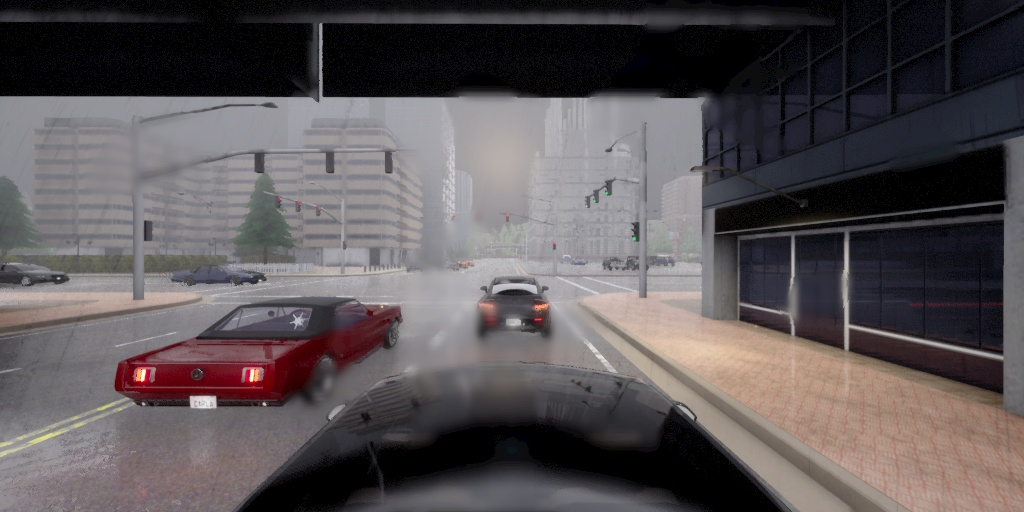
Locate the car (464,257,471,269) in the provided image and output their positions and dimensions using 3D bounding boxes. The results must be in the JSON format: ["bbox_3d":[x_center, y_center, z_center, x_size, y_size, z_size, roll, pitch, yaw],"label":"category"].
[{"bbox_3d":[-8.173,1.102,56.317,2.097,1.767,4.553,0,0,0],"label":"car"}]

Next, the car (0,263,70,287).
[{"bbox_3d":[-33.125,1.253,24.248,4.892,1.490,1.837,0,0,0],"label":"car"}]

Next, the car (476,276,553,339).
[{"bbox_3d":[0.071,1.276,10.004,1.812,1.442,4.674,0,0,0],"label":"car"}]

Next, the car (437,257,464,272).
[{"bbox_3d":[-8.107,1.241,47.406,2.128,1.511,4.902,0,0,0],"label":"car"}]

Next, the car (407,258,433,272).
[{"bbox_3d":[-11.582,1.314,44.610,1.994,1.385,4.181,0,0,0],"label":"car"}]

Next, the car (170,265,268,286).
[{"bbox_3d":[-19.878,1.297,24.421,5.357,1.411,2.033,0,0,-2],"label":"car"}]

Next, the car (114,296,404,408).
[{"bbox_3d":[-3.440,1.351,6.237,1.895,1.301,4.718,0,0,0],"label":"car"}]

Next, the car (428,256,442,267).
[{"bbox_3d":[-11.656,0.971,53.968,2.150,2.045,5.566,0,0,-1],"label":"car"}]
